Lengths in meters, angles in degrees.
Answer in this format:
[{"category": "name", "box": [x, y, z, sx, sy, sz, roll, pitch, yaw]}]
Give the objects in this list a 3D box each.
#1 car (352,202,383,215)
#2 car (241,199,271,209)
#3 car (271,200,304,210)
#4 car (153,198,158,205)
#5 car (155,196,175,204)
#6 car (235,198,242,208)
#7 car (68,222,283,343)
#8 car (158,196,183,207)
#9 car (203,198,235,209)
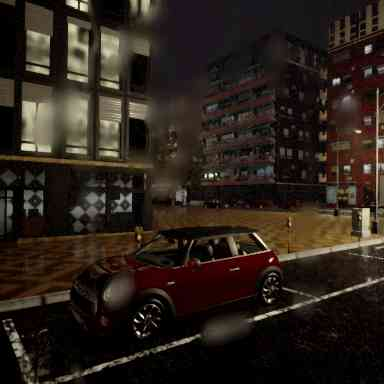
[{"category": "car", "box": [19.981, 1.730, 36.726, 1.947, 1.339, 4.313, 1, -1, -35]}, {"category": "car", "box": [10.186, 1.800, 50.635, 1.887, 1.381, 4.507, 1, -1, -35]}, {"category": "car", "box": [13.450, 1.806, 45.997, 1.802, 1.307, 4.206, 1, -1, -35]}, {"category": "car", "box": [-6.465, 1.764, 59.723, 1.887, 1.381, 4.507, 1, -1, -35]}, {"category": "car", "box": [-6.139, 1.724, 73.818, 2.192, 1.841, 5.009, 1, -1, -35]}, {"category": "car", "box": [6.921, 1.726, 55.271, 1.967, 1.590, 4.097, 1, -1, -35]}, {"category": "car", "box": [-0.185, 1.441, 6.405, 4.097, 1.590, 1.967, 0, 1, -35]}, {"category": "car", "box": [-3.199, 1.733, 55.086, 1.887, 1.381, 4.507, 1, -1, -35]}, {"category": "car", "box": [3.331, 1.678, 45.814, 2.008, 1.369, 4.403, 1, -1, -35]}]
